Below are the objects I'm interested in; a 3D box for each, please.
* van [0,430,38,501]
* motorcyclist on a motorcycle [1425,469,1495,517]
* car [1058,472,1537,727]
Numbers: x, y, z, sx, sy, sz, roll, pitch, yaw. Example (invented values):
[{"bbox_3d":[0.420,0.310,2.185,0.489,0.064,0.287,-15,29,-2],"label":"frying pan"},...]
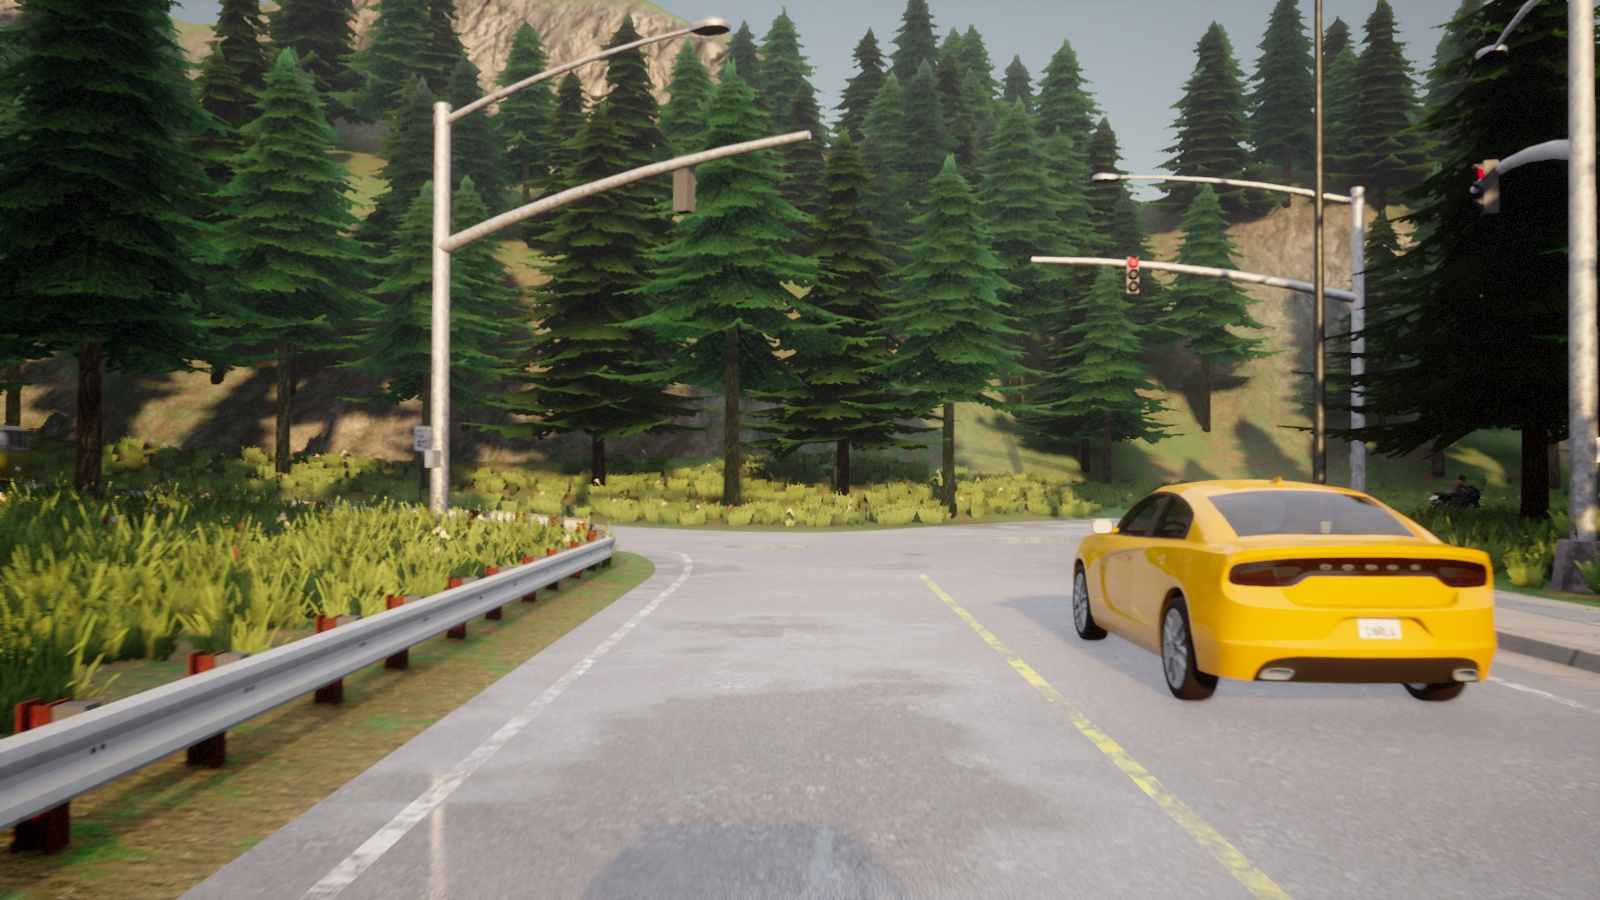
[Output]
[{"bbox_3d":[-24.684,0.326,35.962,4.442,1.987,1.775,4,-2,-8],"label":"van"},{"bbox_3d":[21.655,1.401,41.215,2.044,1.523,0.797,0,0,-16],"label":"motorcyclist on a motorcycle"},{"bbox_3d":[3.533,0.948,10.126,1.882,1.535,5.008,0,-1,0],"label":"car"}]
